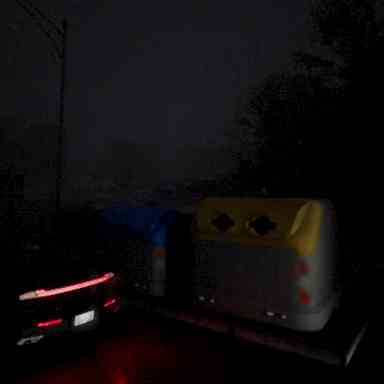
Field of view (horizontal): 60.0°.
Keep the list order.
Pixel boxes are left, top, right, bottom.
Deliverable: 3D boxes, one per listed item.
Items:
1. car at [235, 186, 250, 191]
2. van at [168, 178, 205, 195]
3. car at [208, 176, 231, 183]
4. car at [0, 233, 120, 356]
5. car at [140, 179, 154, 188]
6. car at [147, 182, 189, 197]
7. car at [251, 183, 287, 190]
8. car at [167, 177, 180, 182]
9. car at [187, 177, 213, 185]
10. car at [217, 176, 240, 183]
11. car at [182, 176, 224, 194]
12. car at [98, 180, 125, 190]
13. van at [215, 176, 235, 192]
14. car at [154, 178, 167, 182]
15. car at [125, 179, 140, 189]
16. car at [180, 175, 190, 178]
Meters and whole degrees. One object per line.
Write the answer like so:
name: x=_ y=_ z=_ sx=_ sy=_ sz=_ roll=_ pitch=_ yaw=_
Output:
car: x=6.401 y=-1.021 z=53.980 sx=4.553 sy=1.767 sz=2.185 roll=4 pitch=7 yaw=34
van: x=-0.813 y=-0.580 z=48.699 sx=4.442 sy=1.987 sz=1.878 roll=4 pitch=7 yaw=35
car: x=6.211 y=-2.814 z=75.505 sx=4.792 sy=1.488 sz=2.163 roll=2 pitch=5 yaw=33
car: x=-3.405 y=1.505 z=5.968 sx=4.902 sy=1.511 sz=2.128 roll=0 pitch=0 yaw=37
car: x=-10.197 y=-1.714 z=63.089 sx=4.553 sy=1.767 sz=2.185 roll=2 pitch=6 yaw=33
car: x=-3.357 y=-0.185 z=47.061 sx=5.008 sy=1.535 sz=2.097 roll=4 pitch=7 yaw=34
car: x=13.760 y=-1.428 z=59.185 sx=4.892 sy=1.521 sz=2.231 roll=4 pitch=7 yaw=34
car: x=-5.505 y=-2.074 z=66.648 sx=4.553 sy=1.767 sz=2.185 roll=2 pitch=6 yaw=33
car: x=1.660 y=-2.485 z=71.893 sx=5.366 sy=1.575 sz=1.946 roll=2 pitch=5 yaw=33
car: x=8.526 y=-3.023 z=77.285 sx=5.008 sy=1.535 sz=2.097 roll=2 pitch=5 yaw=33
car: x=1.507 y=-0.790 z=50.501 sx=5.566 sy=2.045 sz=2.435 roll=4 pitch=7 yaw=35
car: x=-14.907 y=-1.189 z=59.558 sx=4.674 sy=1.452 sz=2.002 roll=2 pitch=5 yaw=33
van: x=3.879 y=-0.947 z=52.282 sx=4.442 sy=1.987 sz=1.878 roll=4 pitch=7 yaw=35
car: x=-7.899 y=-1.741 z=64.915 sx=4.792 sy=1.488 sz=2.163 roll=2 pitch=6 yaw=33
car: x=-12.537 y=-1.379 z=61.325 sx=4.792 sy=1.488 sz=2.163 roll=2 pitch=5 yaw=33
car: x=-3.183 y=-2.130 z=68.462 sx=5.008 sy=1.535 sz=2.097 roll=2 pitch=5 yaw=33
